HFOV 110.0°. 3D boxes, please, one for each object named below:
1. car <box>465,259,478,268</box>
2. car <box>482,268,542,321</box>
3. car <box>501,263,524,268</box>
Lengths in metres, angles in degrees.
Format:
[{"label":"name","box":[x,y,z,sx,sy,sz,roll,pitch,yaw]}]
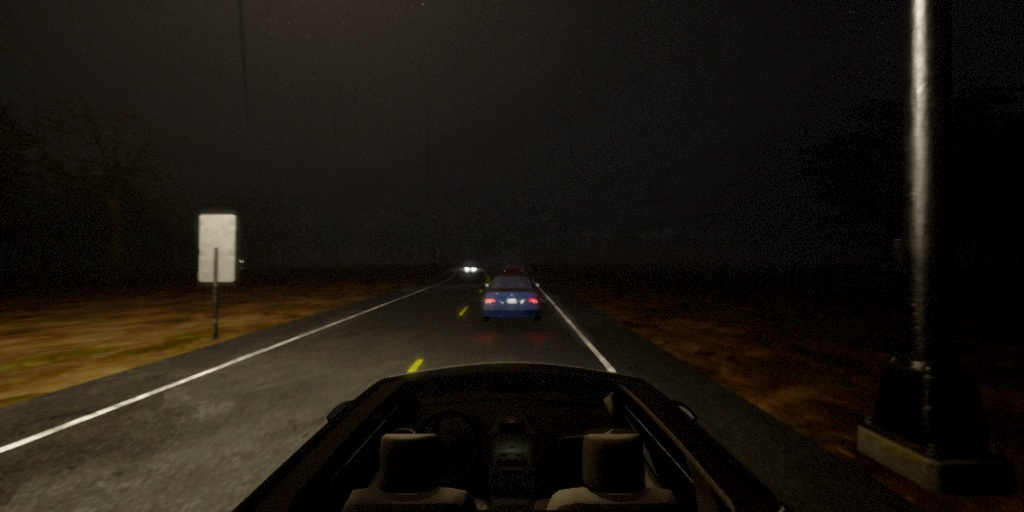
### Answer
[{"label":"car","box":[-6.887,1.188,60.976,2.128,1.511,4.902,0,0,-3]},{"label":"car","box":[0.013,1.302,12.482,2.033,1.411,5.357,0,0,0]},{"label":"car","box":[0.025,1.285,30.332,1.812,1.442,4.674,0,0,0]}]
